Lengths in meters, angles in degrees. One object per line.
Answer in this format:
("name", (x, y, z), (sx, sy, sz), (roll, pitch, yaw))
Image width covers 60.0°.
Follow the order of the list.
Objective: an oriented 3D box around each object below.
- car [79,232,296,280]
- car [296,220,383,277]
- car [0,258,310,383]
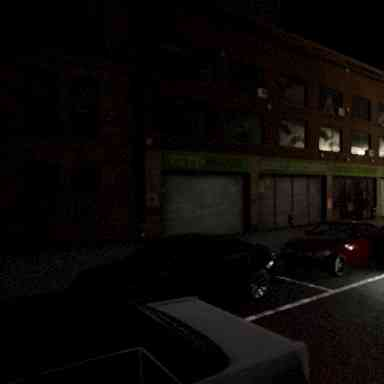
("car", (-0.163, 1.539, 6.647), (4.313, 1.339, 1.947), (-1, 0, -35))
("car", (4.453, 1.512, 9.937), (4.206, 1.307, 1.802), (-1, 0, -35))
("car", (-1.331, 1.600, 2.418), (4.718, 1.301, 1.895), (-1, 0, -35))
